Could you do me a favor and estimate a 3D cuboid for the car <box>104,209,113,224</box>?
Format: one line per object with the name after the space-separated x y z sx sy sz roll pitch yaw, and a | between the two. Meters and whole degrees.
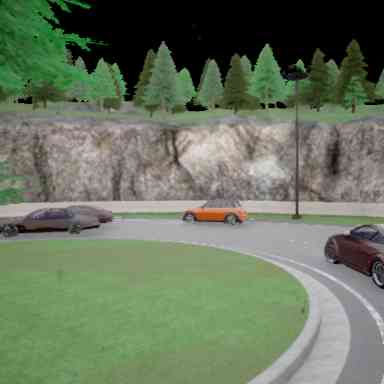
-7.369 1.539 21.057 4.674 1.442 1.812 0 -1 -10 | car

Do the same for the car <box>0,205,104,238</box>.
-7.636 1.559 17.657 5.357 1.411 2.033 0 0 -19 | car

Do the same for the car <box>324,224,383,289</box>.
5.304 1.565 9.159 1.994 1.385 4.181 0 0 0 | car

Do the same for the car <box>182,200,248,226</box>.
1.553 1.361 23.622 4.553 1.767 2.097 0 0 24 | car
